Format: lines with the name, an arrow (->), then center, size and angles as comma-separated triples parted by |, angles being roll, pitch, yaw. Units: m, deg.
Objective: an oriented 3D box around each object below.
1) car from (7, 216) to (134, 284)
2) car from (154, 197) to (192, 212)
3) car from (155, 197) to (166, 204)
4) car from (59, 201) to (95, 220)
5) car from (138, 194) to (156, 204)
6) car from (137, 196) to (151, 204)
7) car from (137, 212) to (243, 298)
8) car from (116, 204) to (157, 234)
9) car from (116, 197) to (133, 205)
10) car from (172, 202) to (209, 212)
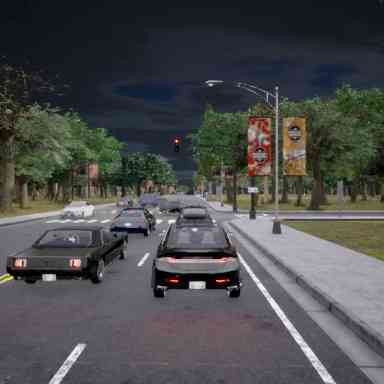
car -> -3.139, 1.603, 9.578 | 1.895, 1.301, 4.718 | 0, 0, 0
car -> -0.746, 1.506, 31.460 | 4.902, 1.511, 2.128 | 0, 1, 27
car -> -6.386, 1.659, 67.664 | 1.895, 1.301, 4.718 | 0, 0, 0
car -> -9.798, 1.541, 28.844 | 1.812, 1.442, 4.674 | 0, 0, 0
car -> -6.503, 1.257, 50.604 | 2.150, 2.045, 5.566 | 0, 0, -1
car -> -9.642, 1.549, 66.871 | 2.128, 1.511, 4.902 | 0, 0, 0
car -> 0.107, 1.493, 8.513 | 2.128, 1.511, 4.902 | 0, 0, 0
car -> -3.137, 1.571, 18.333 | 1.994, 1.385, 4.181 | 0, 0, 0
car -> -9.757, 1.524, 48.434 | 2.128, 1.511, 4.902 | 0, 0, 0
car -> 0.115, 1.512, 17.932 | 1.837, 1.490, 4.892 | 0, 0, 0
